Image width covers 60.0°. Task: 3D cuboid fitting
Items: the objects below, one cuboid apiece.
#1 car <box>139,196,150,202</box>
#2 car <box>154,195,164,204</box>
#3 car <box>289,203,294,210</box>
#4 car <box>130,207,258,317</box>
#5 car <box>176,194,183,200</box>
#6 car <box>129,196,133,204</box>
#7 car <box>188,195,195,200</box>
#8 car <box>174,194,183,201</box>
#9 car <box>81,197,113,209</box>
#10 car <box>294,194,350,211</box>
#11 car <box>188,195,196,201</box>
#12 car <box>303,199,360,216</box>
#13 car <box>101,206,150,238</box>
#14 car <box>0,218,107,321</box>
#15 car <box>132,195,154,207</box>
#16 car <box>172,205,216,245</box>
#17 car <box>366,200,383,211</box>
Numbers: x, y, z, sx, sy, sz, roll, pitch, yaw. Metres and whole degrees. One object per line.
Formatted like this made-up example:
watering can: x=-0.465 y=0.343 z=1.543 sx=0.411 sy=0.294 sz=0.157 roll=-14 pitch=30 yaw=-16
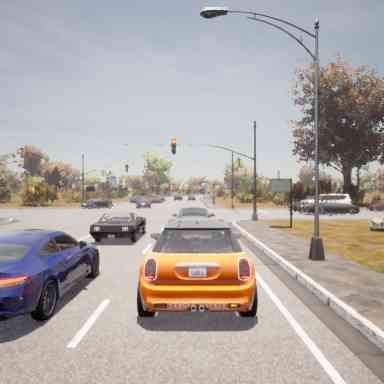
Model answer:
car: x=-10.591 y=1.552 z=74.164 sx=1.994 sy=1.385 sz=4.181 roll=0 pitch=0 yaw=0
car: x=-7.127 y=1.351 z=64.024 sx=2.097 sy=1.767 sz=4.553 roll=0 pitch=0 yaw=0
car: x=14.037 y=1.504 z=39.631 sx=4.892 sy=1.490 sz=1.837 roll=0 pitch=0 yaw=3
car: x=0.091 y=1.352 z=7.629 sx=2.097 sy=1.767 sz=4.553 roll=0 pitch=0 yaw=0
car: x=-3.571 y=1.374 z=95.005 sx=1.812 sy=1.442 sz=4.674 roll=0 pitch=0 yaw=1
car: x=-10.629 y=1.506 z=62.937 sx=1.837 sy=1.490 sz=4.892 roll=0 pitch=0 yaw=0
car: x=-0.073 y=1.595 z=94.768 sx=1.895 sy=1.301 sz=4.718 roll=0 pitch=0 yaw=1
car: x=-3.599 y=1.492 z=84.597 sx=1.837 sy=1.490 sz=4.892 roll=0 pitch=0 yaw=0
car: x=-12.684 y=1.492 z=44.719 sx=2.128 sy=1.511 sz=4.902 roll=0 pitch=0 yaw=26
car: x=14.422 y=1.221 z=36.103 sx=5.566 sy=2.045 sz=2.150 roll=0 pitch=0 yaw=3
car: x=-0.099 y=1.552 z=84.730 sx=1.994 sy=1.385 sz=4.181 roll=0 pitch=0 yaw=0
car: x=13.687 y=1.600 z=32.410 sx=4.718 sy=1.301 sz=1.895 roll=0 pitch=0 yaw=3
car: x=-3.420 y=1.601 z=16.319 sx=1.895 sy=1.301 sz=4.718 roll=0 pitch=0 yaw=0
car: x=-3.409 y=1.526 z=7.161 sx=1.812 sy=1.442 sz=4.674 roll=0 pitch=0 yaw=0
car: x=-6.645 y=1.492 z=45.562 sx=2.128 sy=1.511 sz=4.902 roll=0 pitch=0 yaw=-7
car: x=0.079 y=1.505 z=16.587 sx=1.837 sy=1.490 sz=4.892 roll=0 pitch=0 yaw=0
car: x=22.927 y=1.555 z=39.159 sx=4.181 sy=1.385 sz=1.994 roll=0 pitch=0 yaw=3
